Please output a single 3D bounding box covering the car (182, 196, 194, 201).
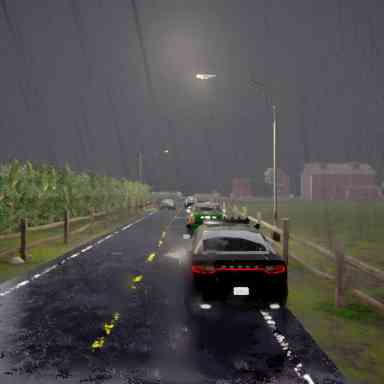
[{"bbox_3d":[-0.088,1.625,46.714,1.895,1.301,4.718,0,0,0],"label":"car"}]

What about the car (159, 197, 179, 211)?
[{"bbox_3d":[-2.958,1.559,40.713,2.033,1.411,5.357,0,0,0],"label":"car"}]

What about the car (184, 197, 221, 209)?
[{"bbox_3d":[0.778,1.351,17.919,2.097,1.767,4.553,0,0,0],"label":"car"}]

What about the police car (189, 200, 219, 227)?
[{"bbox_3d":[0.762,1.425,24.058,1.930,1.638,5.238,0,0,0],"label":"police car"}]

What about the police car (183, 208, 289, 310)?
[{"bbox_3d":[0.804,1.425,8.058,1.930,1.638,5.238,0,0,0],"label":"police car"}]

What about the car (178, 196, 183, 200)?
[{"bbox_3d":[-2.986,1.706,89.921,2.033,1.411,5.357,0,0,0],"label":"car"}]
